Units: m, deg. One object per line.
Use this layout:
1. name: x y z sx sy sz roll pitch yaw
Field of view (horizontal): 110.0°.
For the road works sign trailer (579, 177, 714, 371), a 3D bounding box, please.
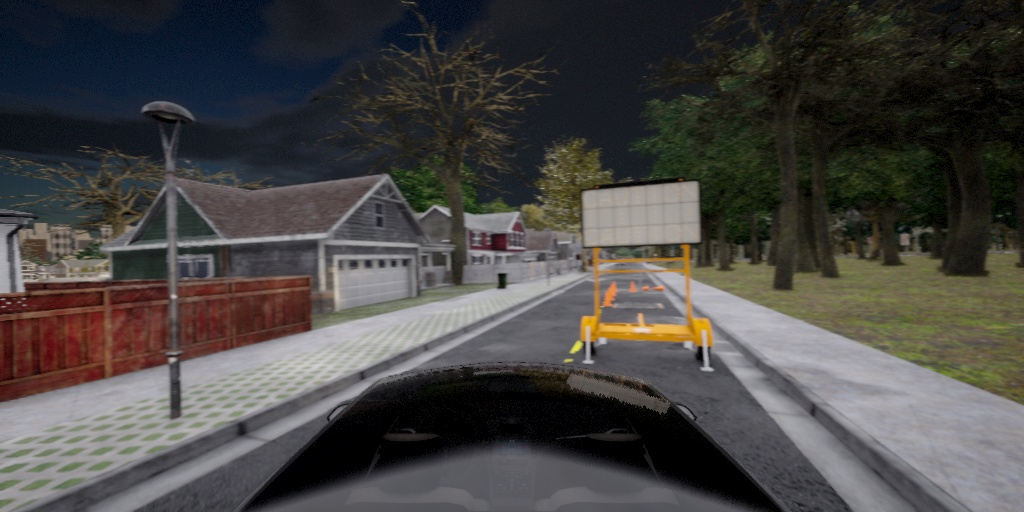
1. road works sign trailer: 2.823 0.201 7.758 2.380 3.560 2.880 0 0 18
